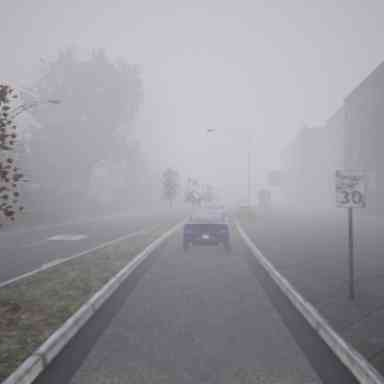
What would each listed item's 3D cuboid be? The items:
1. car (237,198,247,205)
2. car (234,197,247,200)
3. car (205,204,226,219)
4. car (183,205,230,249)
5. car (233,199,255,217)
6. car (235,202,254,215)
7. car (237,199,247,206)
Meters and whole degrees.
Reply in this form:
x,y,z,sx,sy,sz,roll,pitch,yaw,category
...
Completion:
x,y,z,sx,sy,sz,roll,pitch,yaw,category
12.691,2.407,84.602,2.185,1.767,4.553,1,-1,8,car
10.333,2.061,68.189,2.435,2.045,5.566,0,-1,8,car
2.457,1.943,33.506,1.895,1.301,4.718,0,-1,7,car
0.671,1.574,15.098,1.882,1.535,5.008,0,-1,3,car
5.630,1.847,35.298,2.097,1.535,5.008,-1,-1,8,car
6.388,1.956,40.744,2.163,1.488,4.792,0,-1,8,car
11.905,2.460,79.130,2.231,1.521,4.892,0,-1,8,car
